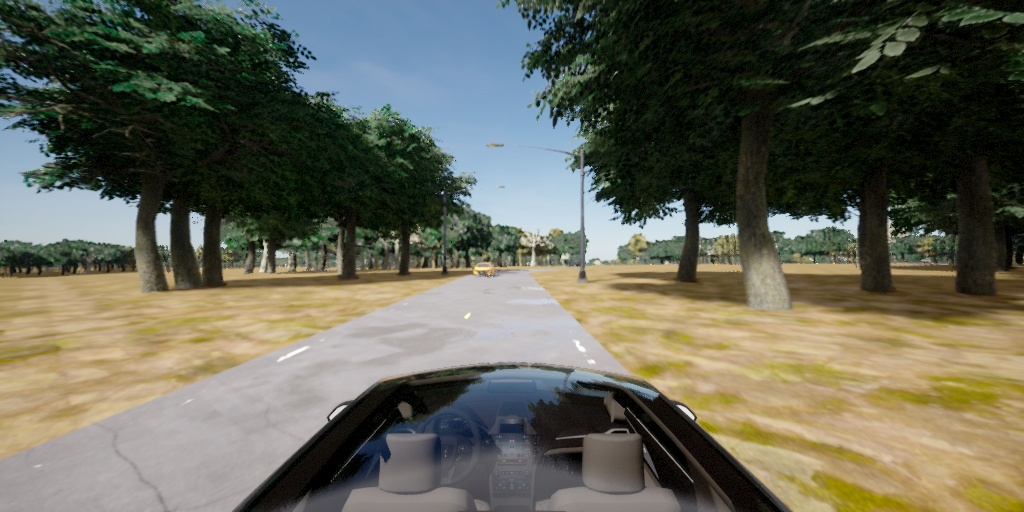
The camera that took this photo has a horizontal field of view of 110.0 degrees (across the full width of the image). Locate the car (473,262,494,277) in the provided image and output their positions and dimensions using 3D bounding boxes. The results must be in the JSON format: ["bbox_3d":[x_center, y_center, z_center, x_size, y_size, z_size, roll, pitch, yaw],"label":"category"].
[{"bbox_3d":[-2.971,1.436,38.639,1.882,1.535,5.008,0,-1,2],"label":"car"}]
